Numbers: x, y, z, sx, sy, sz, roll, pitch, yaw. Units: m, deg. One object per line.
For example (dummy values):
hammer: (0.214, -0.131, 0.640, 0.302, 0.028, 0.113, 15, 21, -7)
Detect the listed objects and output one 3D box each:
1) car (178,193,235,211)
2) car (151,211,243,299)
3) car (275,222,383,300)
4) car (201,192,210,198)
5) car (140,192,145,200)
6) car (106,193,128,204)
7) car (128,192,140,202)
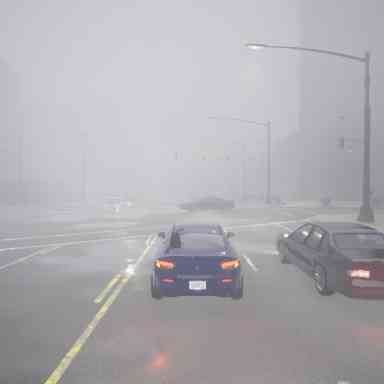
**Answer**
car: (1.392, 1.126, 31.520, 5.357, 1.411, 2.033, 0, 1, -18)
car: (0.104, 1.440, 8.126, 1.812, 1.442, 4.674, 0, 1, 0)
car: (3.603, 1.461, 8.396, 2.033, 1.411, 5.357, 0, 1, 0)
car: (3.430, 0.804, 86.277, 2.033, 1.411, 5.357, 0, 0, 0)
car: (-10.577, 0.801, 66.075, 1.882, 1.535, 5.008, 0, 0, 0)
car: (-10.605, 0.933, 46.143, 1.812, 1.442, 4.674, 0, 0, 0)
car: (-10.605, 0.845, 55.922, 2.128, 1.511, 4.902, 0, 0, 0)
